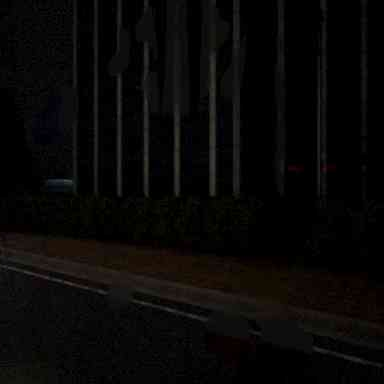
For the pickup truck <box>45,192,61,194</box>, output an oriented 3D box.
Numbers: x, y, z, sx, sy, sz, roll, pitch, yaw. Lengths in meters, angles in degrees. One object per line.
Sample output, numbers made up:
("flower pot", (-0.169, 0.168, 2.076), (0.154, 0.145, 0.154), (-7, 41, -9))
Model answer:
("pickup truck", (-29.342, 1.052, 71.651), (6.274, 2.098, 2.390), (0, 0, -24))
